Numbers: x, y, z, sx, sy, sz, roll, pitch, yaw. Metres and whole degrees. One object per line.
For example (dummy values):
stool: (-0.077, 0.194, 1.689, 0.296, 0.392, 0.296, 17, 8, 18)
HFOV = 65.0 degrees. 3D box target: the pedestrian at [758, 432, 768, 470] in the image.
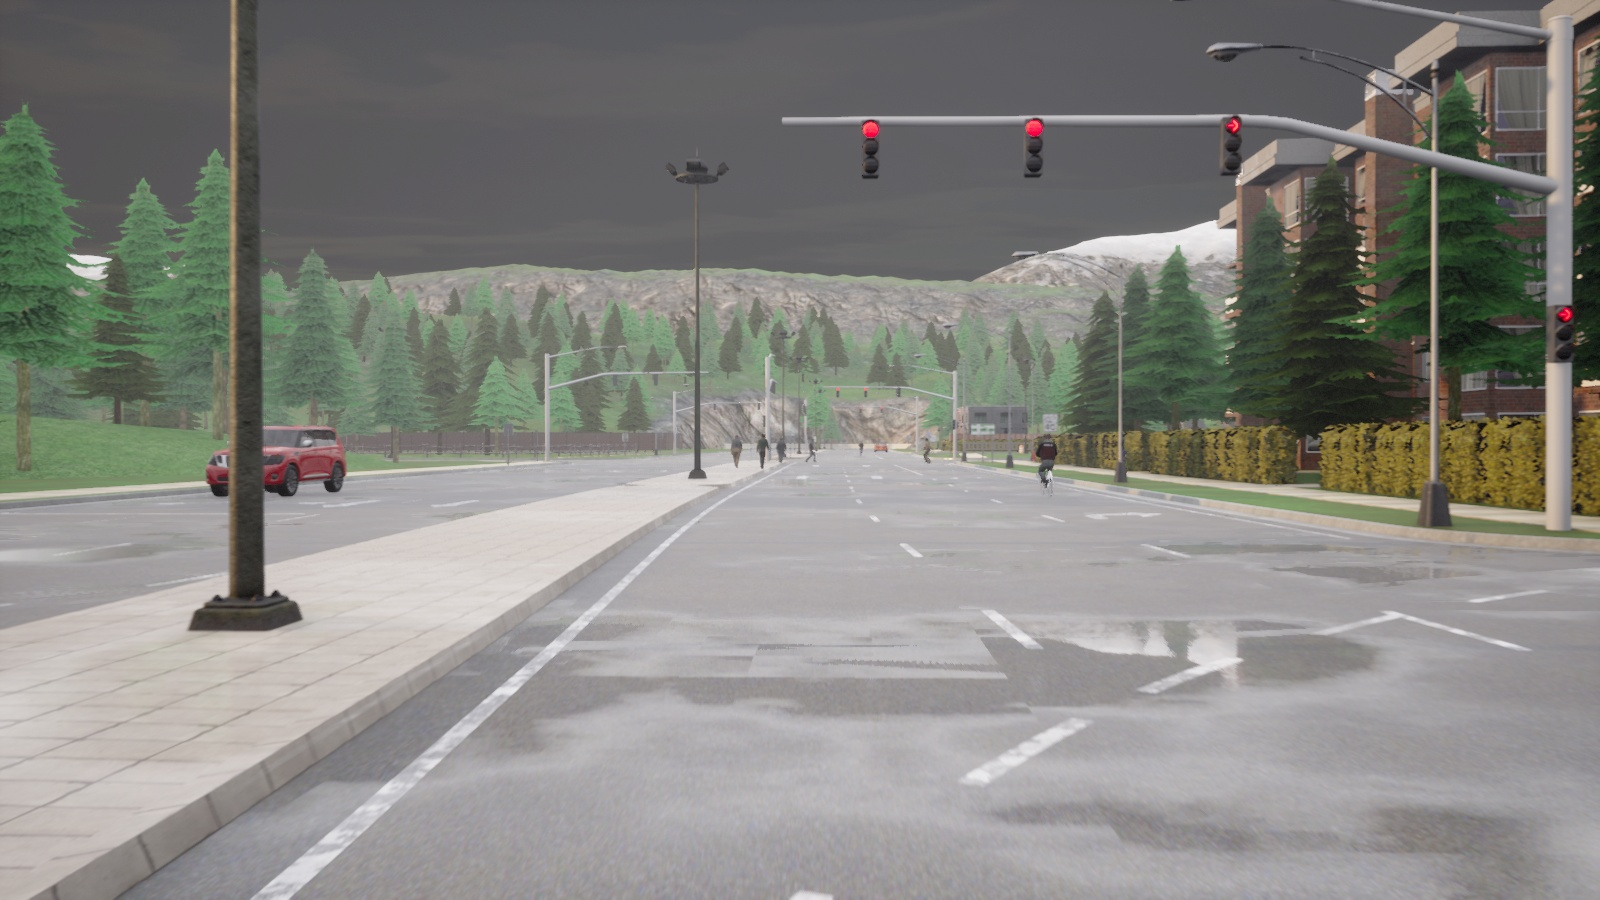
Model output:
pedestrian: (-1.895, 0.045, 63.888, 0.423, 1.949, 0.788, 0, 0, 5)

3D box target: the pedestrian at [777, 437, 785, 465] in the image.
pedestrian: (-1.275, 0.036, 84.893, 0.563, 1.883, 0.849, 0, 0, -1)

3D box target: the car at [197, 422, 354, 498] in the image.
car: (-15.159, 0.249, 36.706, 2.150, 2.045, 5.566, 0, 0, 1)

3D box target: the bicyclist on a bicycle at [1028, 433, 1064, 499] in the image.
bicyclist on a bicycle: (6.815, 0.427, 34.803, 0.659, 1.776, 1.843, 0, 0, 1)

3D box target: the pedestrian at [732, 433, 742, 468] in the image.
pedestrian: (-3.338, 0.030, 66.418, 0.540, 1.848, 0.694, 0, 0, -3)
